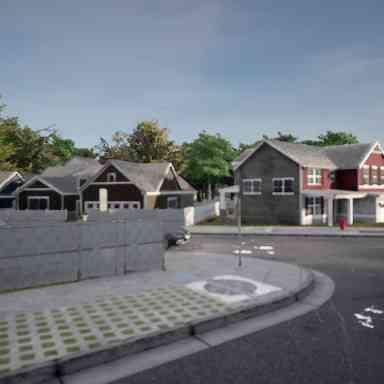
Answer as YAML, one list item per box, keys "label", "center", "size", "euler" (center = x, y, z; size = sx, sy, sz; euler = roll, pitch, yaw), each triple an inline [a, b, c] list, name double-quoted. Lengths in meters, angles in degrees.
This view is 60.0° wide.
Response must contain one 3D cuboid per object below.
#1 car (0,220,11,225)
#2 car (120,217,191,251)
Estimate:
- label: "car"
  center: [-12.555, 2.378, 20.399]
  size: [5.357, 1.411, 2.033]
  euler: [-1, 0, 18]
- label: "car"
  center: [-2.495, 2.077, 17.083]
  size: [4.892, 1.490, 1.837]
  euler: [-2, 0, 18]
